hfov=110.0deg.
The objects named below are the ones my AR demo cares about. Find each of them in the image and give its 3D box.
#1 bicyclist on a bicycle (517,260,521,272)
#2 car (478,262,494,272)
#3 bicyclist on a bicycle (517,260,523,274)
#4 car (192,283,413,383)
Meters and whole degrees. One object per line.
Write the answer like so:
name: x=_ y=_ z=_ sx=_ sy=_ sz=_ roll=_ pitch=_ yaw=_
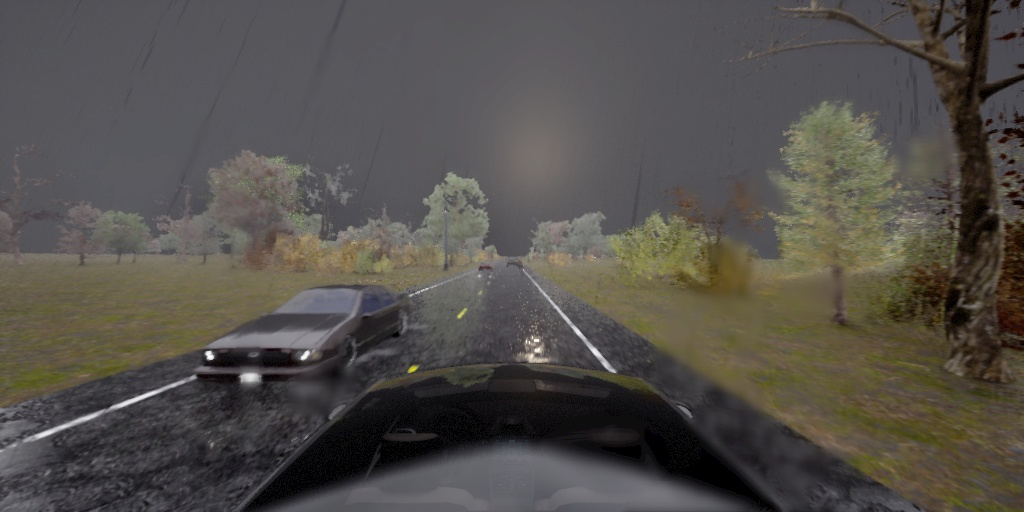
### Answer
bicyclist on a bicycle: x=0.954 y=1.298 z=47.936 sx=0.582 sy=1.620 sz=1.656 roll=0 pitch=-1 yaw=0
car: x=-3.564 y=1.448 z=49.491 sx=1.895 sy=1.301 sz=4.718 roll=0 pitch=0 yaw=1
bicyclist on a bicycle: x=0.955 y=1.283 z=39.005 sx=0.582 sy=1.620 sz=1.656 roll=0 pitch=-1 yaw=0
car: x=-3.602 y=1.311 z=7.604 sx=2.033 sy=1.411 sz=5.357 roll=0 pitch=0 yaw=0
